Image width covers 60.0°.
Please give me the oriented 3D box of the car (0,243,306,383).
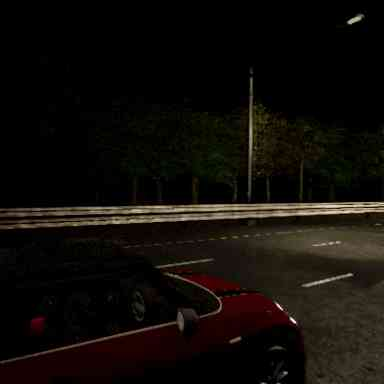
[{"bbox_3d":[-0.958,1.313,3.220,4.553,1.767,2.097,1,0,-35],"label":"car"}]
